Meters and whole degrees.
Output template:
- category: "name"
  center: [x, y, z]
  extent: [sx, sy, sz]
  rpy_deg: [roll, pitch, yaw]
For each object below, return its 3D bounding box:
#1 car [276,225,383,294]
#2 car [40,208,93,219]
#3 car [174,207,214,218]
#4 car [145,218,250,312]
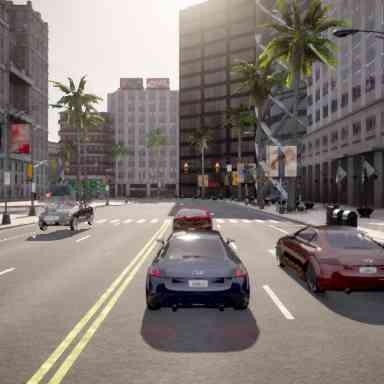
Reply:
- category: "car"
  center: [3.597, 1.564, 8.795]
  extent: [1.994, 1.385, 4.181]
  rpy_deg: [0, 0, 0]
- category: "car"
  center: [-7.004, 1.243, 18.958]
  extent: [2.128, 1.511, 4.902]
  rpy_deg: [0, 0, 0]
- category: "car"
  center: [0.090, 1.478, 16.799]
  extent: [1.882, 1.535, 5.008]
  rpy_deg: [0, 0, 2]
- category: "car"
  center: [0.089, 1.562, 7.813]
  extent: [1.994, 1.385, 4.181]
  rpy_deg: [0, 0, -1]
